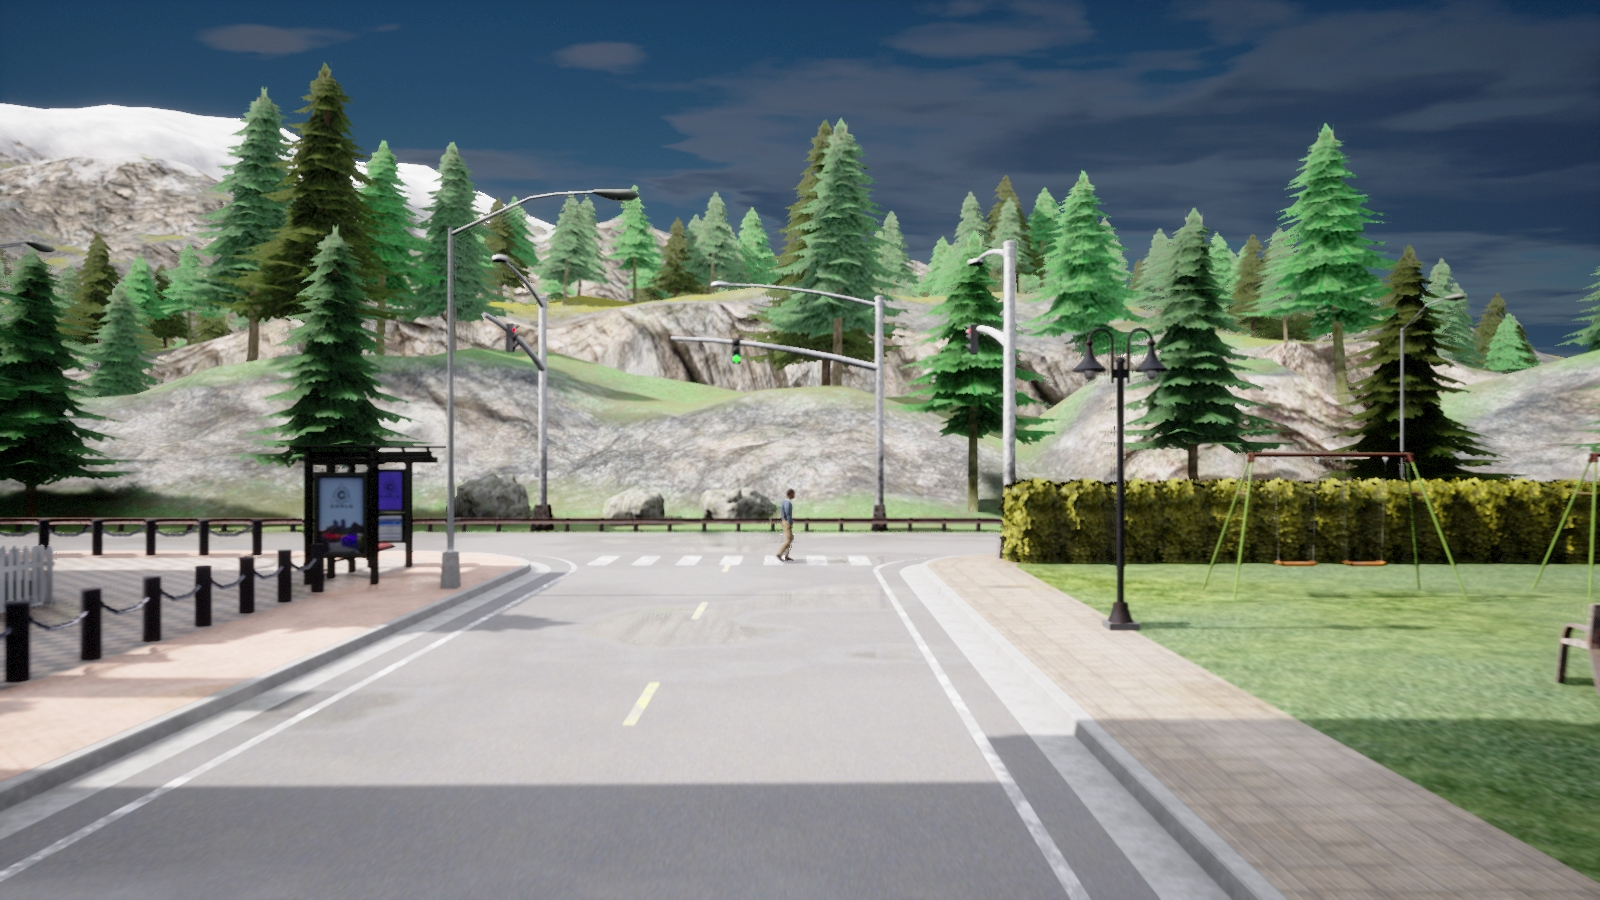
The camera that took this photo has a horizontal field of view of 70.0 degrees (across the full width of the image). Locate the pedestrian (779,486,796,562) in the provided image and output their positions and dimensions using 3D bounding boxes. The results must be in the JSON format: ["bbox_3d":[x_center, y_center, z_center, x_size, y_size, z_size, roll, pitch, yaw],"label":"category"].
[{"bbox_3d":[-0.307,1.828,28.423,0.375,1.860,0.375,0,0,-8],"label":"pedestrian"}]
